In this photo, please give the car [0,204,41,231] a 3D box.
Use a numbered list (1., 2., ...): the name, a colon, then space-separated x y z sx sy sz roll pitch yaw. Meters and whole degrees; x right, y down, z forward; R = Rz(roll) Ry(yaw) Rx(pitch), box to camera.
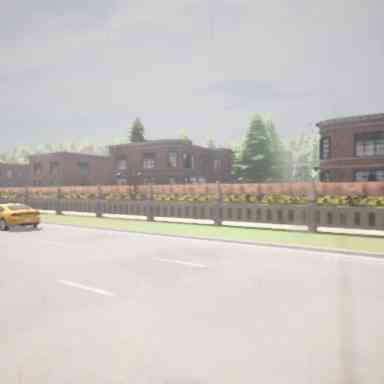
1. car: -11.393 1.455 20.603 5.008 1.535 1.882 0 0 36
